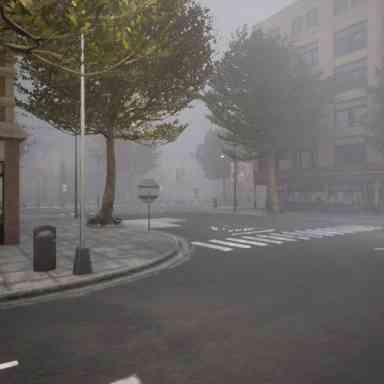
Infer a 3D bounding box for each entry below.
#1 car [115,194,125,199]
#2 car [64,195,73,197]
[{"bbox_3d":[-19.038,1.314,84.199,4.674,1.452,2.002,0,0,-36],"label":"car"},{"bbox_3d":[-26.571,1.409,73.758,4.786,1.482,2.161,0,0,-36],"label":"car"}]
